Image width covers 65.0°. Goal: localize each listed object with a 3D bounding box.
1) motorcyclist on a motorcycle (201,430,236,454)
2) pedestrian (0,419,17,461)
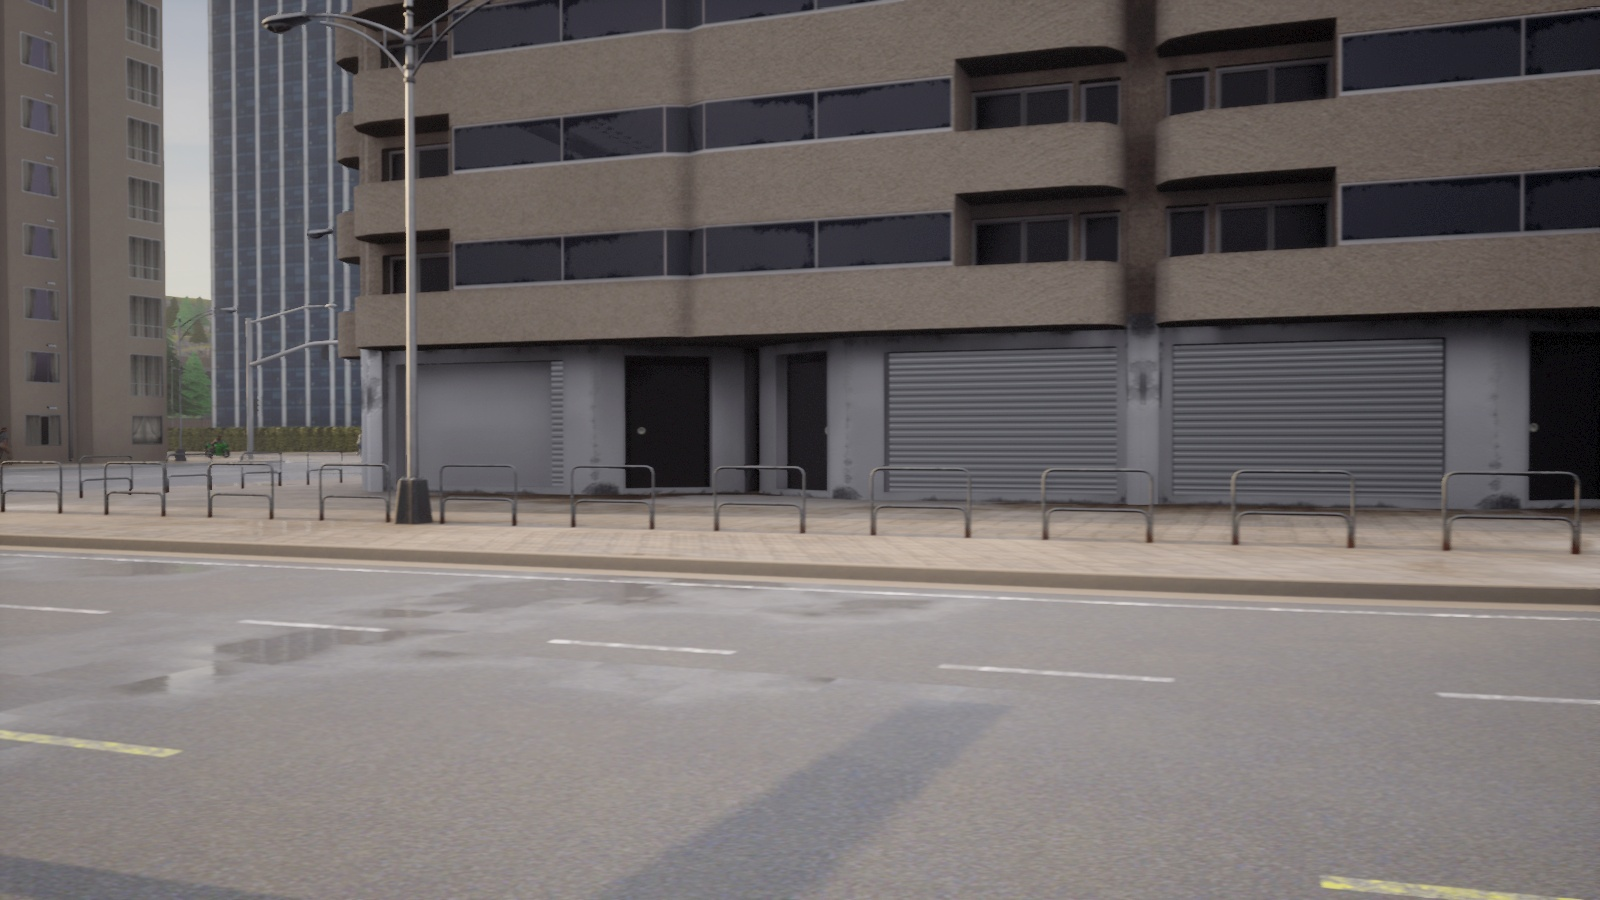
[{"bbox_3d":[-37.442,-0.516,80.865,2.044,1.523,0.797,1,1,20],"label":"motorcyclist on a motorcycle"},{"bbox_3d":[-35.730,-0.462,56.472,0.540,1.848,0.694,1,1,19],"label":"pedestrian"}]
